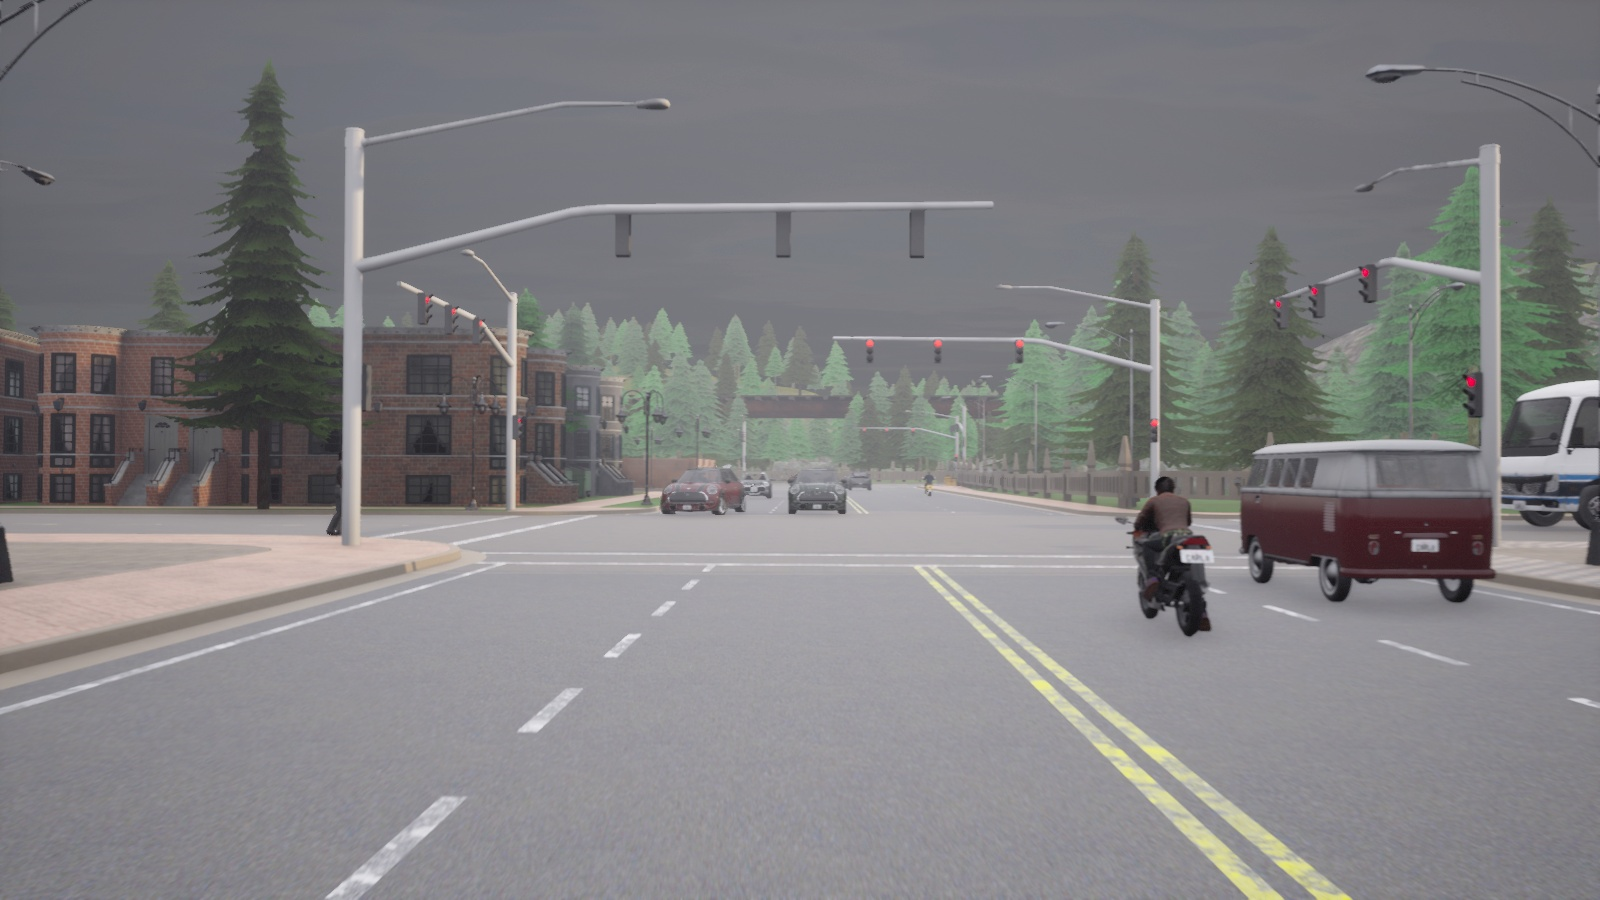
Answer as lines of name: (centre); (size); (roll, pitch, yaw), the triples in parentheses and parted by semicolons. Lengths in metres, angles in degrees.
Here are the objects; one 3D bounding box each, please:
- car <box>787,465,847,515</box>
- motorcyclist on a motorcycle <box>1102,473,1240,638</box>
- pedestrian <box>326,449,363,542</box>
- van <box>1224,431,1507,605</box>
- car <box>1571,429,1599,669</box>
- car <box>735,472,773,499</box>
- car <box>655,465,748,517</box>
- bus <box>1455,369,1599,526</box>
car: (0.621, 1.448, 46.458); (2.097, 1.767, 4.553); (0, -1, 1)
motorcyclist on a motorcycle: (3.693, 0.994, 12.678); (0.797, 1.523, 2.044); (0, -1, 1)
pedestrian: (-9.618, 0.957, 26.506); (0.666, 1.930, 0.402); (0, -1, -32)
van: (7.242, 0.816, 16.638); (1.775, 1.987, 4.442); (0, -1, 1)
car: (7.130, 0.731, 7.746); (1.932, 1.855, 4.605); (0, -1, 1)
car: (-2.563, 1.985, 71.335); (1.970, 1.475, 3.806); (0, -1, 1)
car: (-3.459, 1.442, 45.083); (2.097, 1.767, 4.553); (-1, -1, 12)
bus: (24.977, -0.064, 35.983); (10.273, 4.253, 3.944); (0, -1, 1)
